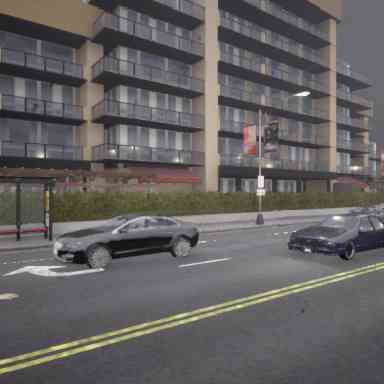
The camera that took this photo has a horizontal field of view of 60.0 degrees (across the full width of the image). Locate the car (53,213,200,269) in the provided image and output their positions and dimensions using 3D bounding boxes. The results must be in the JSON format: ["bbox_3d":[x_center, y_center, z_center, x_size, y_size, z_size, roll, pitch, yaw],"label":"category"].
[{"bbox_3d":[-1.999,1.492,11.167,4.902,1.511,2.128,0,0,-36],"label":"car"}]

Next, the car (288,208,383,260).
[{"bbox_3d":[6.008,1.547,12.583,5.357,1.411,2.033,0,0,-36],"label":"car"}]

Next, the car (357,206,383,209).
[{"bbox_3d":[10.623,1.565,20.122,4.181,1.385,1.994,0,0,-35],"label":"car"}]
